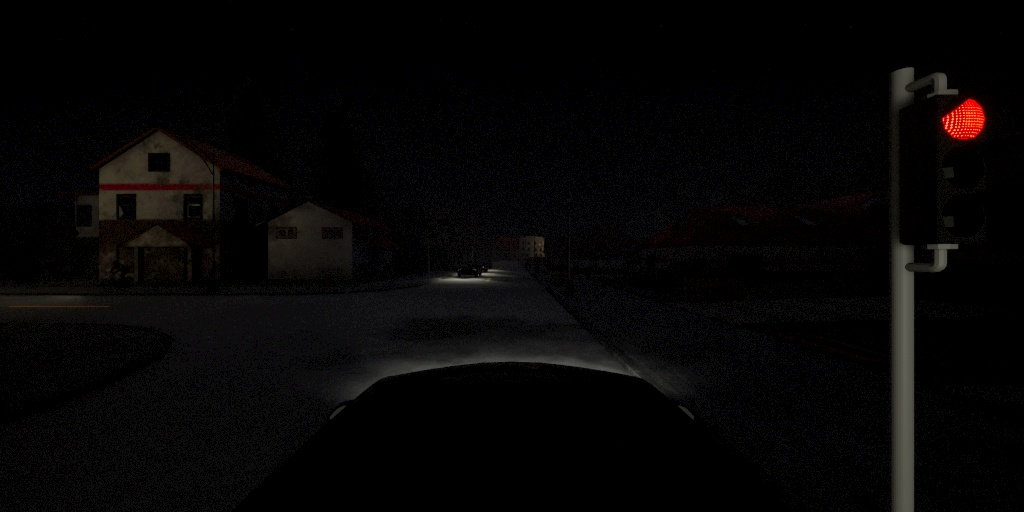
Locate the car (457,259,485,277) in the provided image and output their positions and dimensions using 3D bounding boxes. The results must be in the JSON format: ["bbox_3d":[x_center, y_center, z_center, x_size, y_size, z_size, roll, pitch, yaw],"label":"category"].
[{"bbox_3d":[-4.115,1.227,35.314,1.882,1.535,5.008,0,0,2],"label":"car"}]

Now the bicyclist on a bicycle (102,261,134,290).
[{"bbox_3d":[-22.540,1.099,20.531,0.582,1.620,1.656,0,0,0],"label":"bicyclist on a bicycle"}]

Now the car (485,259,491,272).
[{"bbox_3d":[-4.094,1.227,44.968,1.882,1.535,5.008,0,0,0],"label":"car"}]
